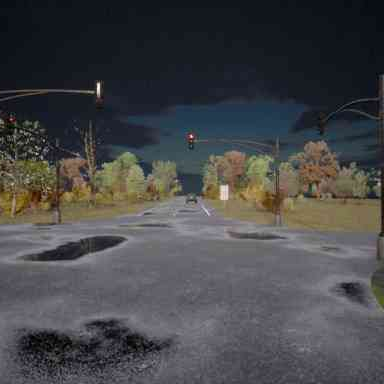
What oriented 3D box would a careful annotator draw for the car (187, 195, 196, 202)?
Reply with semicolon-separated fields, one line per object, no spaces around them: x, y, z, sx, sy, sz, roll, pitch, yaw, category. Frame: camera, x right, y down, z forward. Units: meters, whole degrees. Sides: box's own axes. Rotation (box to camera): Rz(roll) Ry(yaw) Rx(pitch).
-0.055;1.464;77.963;2.033;1.411;5.357;0;0;0;car

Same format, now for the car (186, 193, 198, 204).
-0.047;1.292;67.572;2.150;2.045;5.566;0;0;0;car
